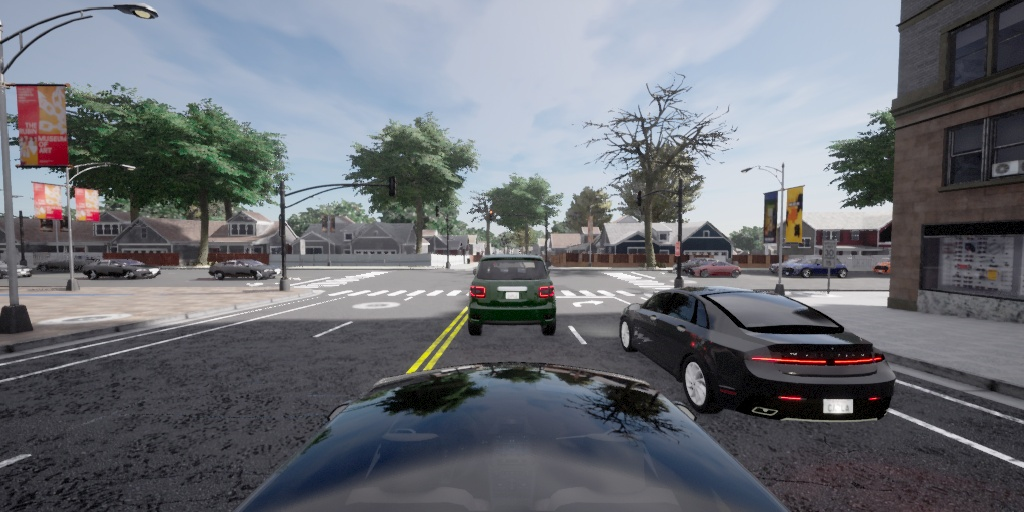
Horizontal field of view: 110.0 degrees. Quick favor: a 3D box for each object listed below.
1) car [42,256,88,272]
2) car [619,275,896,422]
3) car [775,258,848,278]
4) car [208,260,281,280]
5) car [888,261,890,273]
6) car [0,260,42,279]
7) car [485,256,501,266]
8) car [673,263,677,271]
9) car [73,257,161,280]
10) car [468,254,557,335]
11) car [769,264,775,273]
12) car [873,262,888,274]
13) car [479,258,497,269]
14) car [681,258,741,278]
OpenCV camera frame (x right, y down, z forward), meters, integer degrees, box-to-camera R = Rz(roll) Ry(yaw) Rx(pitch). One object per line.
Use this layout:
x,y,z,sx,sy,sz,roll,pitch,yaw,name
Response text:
-42.557,0.721,34.500,4.902,1.511,2.128,0,2,0,car
3.259,1.251,6.000,1.837,1.490,4.892,0,0,0,car
25.991,0.940,30.895,4.553,1.767,2.097,0,2,0,car
-20.534,1.035,27.683,4.902,1.511,2.128,0,2,-2,car
36.190,1.137,30.844,4.902,1.511,2.128,0,2,0,car
-40.253,1.019,27.820,4.674,1.442,1.812,0,2,0,car
-2.864,0.786,56.063,2.128,1.511,4.902,0,0,1,car
17.944,0.915,34.190,4.902,1.511,2.128,0,2,1,car
-30.093,1.009,27.741,4.902,1.511,2.128,0,2,0,car
-0.011,0.968,10.615,2.150,2.045,5.566,0,0,0,car
27.146,0.993,34.147,4.674,1.442,1.812,0,2,0,car
37.306,0.879,34.075,4.553,1.767,2.097,0,2,1,car
-3.019,0.940,46.134,1.895,1.301,4.718,0,0,1,car
17.331,1.110,30.945,4.181,1.385,1.994,0,2,0,car
